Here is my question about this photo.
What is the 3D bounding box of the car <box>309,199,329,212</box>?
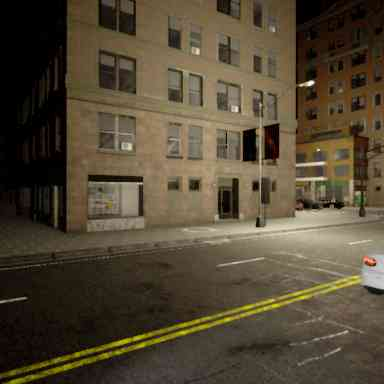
[{"bbox_3d":[13.249,1.491,39.314,1.812,1.442,4.674,0,0,-35],"label":"car"}]

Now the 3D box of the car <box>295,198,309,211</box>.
[{"bbox_3d":[10.828,1.397,38.350,1.967,1.590,4.097,0,0,-35],"label":"car"}]

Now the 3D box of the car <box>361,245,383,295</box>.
[{"bbox_3d":[5.561,1.519,7.369,4.674,1.442,1.812,0,0,-35],"label":"car"}]

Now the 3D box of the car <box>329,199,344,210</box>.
[{"bbox_3d":[17.405,1.547,42.947,1.947,1.339,4.313,0,0,-35],"label":"car"}]
